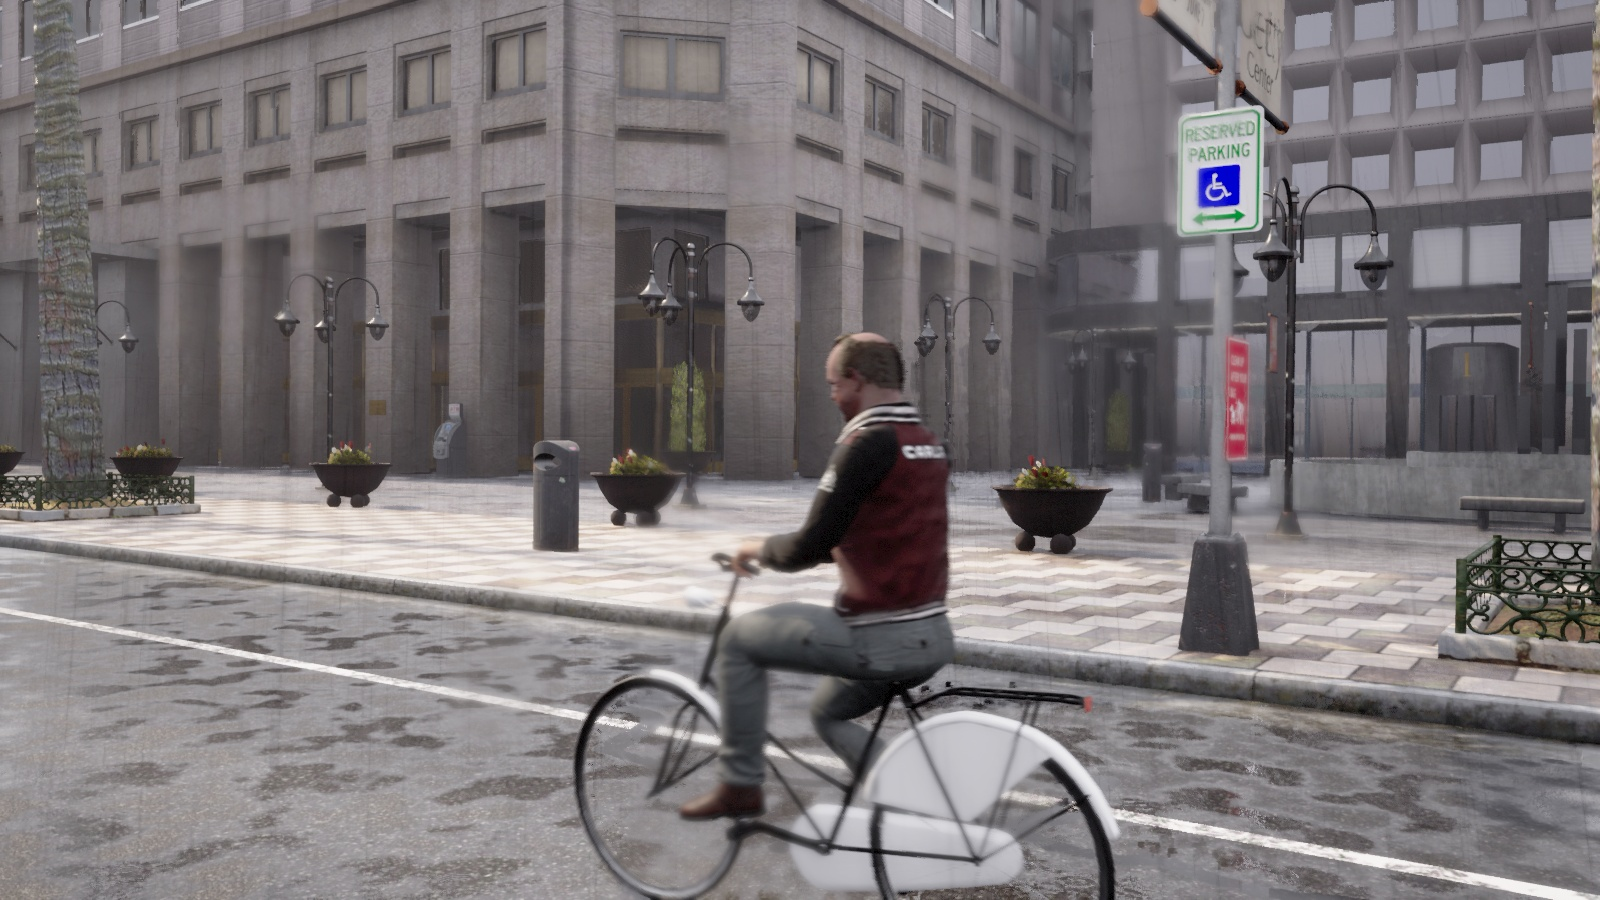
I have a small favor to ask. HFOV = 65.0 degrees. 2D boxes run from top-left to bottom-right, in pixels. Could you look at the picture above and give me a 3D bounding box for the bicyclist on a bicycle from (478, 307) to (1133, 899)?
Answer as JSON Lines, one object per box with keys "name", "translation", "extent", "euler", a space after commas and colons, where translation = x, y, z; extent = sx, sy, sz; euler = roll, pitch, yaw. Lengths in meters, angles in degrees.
{"name": "bicyclist on a bicycle", "translation": [-0.044, 0.552, 3.661], "extent": [1.843, 1.776, 0.659], "euler": [0, 1, 34]}
